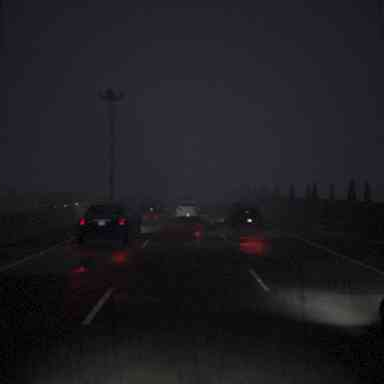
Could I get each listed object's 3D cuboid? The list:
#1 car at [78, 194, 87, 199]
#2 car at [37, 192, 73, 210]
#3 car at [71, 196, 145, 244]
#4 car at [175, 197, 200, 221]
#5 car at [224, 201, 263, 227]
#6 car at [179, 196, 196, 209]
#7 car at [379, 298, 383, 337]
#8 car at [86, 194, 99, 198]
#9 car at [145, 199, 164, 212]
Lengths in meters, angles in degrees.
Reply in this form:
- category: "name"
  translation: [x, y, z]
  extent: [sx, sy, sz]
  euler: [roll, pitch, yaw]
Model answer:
- category: "car"
  translation: [-18.544, 1.170, 58.104]
  extent: [1.837, 1.490, 4.892]
  euler: [0, 0, -1]
- category: "car"
  translation: [-14.699, 1.010, 36.069]
  extent: [2.150, 2.045, 5.566]
  euler: [0, 0, -1]
- category: "car"
  translation: [-3.625, 1.261, 15.320]
  extent: [2.097, 1.767, 4.553]
  euler: [0, 0, -1]
- category: "car"
  translation: [-0.326, 1.372, 25.577]
  extent: [1.812, 1.442, 4.674]
  euler: [0, 0, -1]
- category: "car"
  translation: [3.264, 1.374, 21.488]
  extent: [1.837, 1.490, 4.892]
  euler: [0, 0, -1]
- category: "car"
  translation: [-0.627, 1.296, 41.998]
  extent: [2.033, 1.411, 5.357]
  euler: [0, 0, -1]
- category: "car"
  translation: [3.561, 1.486, 2.740]
  extent: [1.837, 1.490, 4.892]
  euler: [0, 0, 0]
- category: "car"
  translation: [-11.297, 1.232, 41.808]
  extent: [1.882, 1.535, 5.008]
  euler: [0, 0, -1]
- category: "car"
  translation: [-3.990, 1.394, 34.807]
  extent: [1.895, 1.301, 4.718]
  euler: [0, 0, -1]
